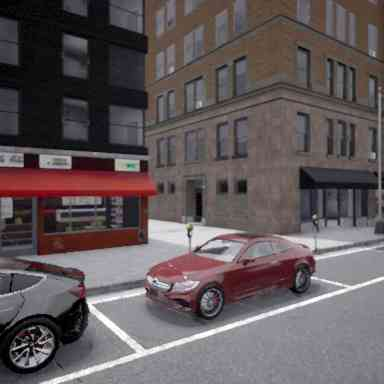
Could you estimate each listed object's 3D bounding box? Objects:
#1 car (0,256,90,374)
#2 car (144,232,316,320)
[{"bbox_3d":[-3.470,1.566,4.059,4.313,1.339,1.947,0,0,-36],"label":"car"},{"bbox_3d":[1.006,1.582,7.258,4.206,1.307,1.802,0,0,-36],"label":"car"}]
